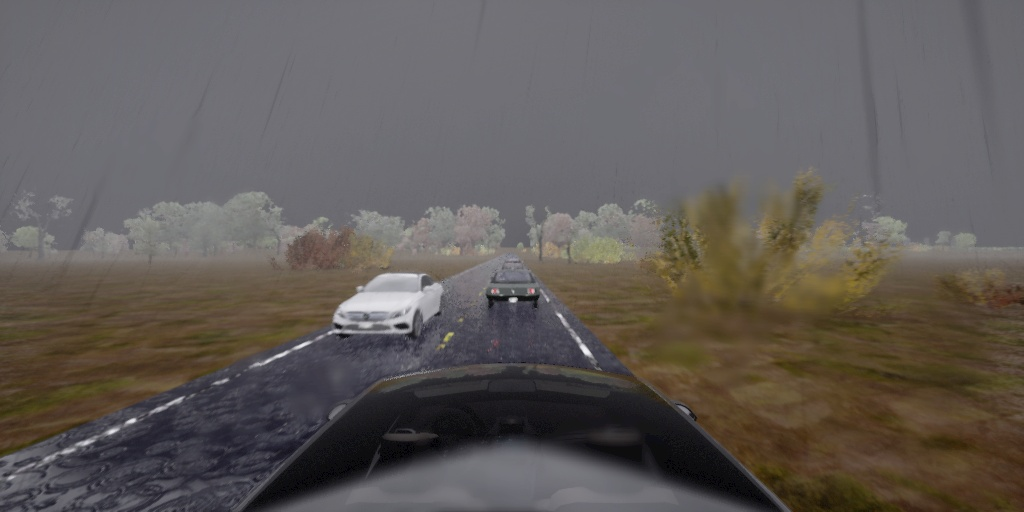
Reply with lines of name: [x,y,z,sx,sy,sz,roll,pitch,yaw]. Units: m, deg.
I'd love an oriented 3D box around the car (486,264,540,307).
car: [0.052,1.192,14.387,1.895,1.301,4.718,0,1,0]

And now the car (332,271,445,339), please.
car: [-3.070,1.173,9.885,1.812,1.442,4.674,0,1,0]

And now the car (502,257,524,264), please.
car: [0.084,0.831,33.542,2.128,1.511,4.902,0,1,0]
